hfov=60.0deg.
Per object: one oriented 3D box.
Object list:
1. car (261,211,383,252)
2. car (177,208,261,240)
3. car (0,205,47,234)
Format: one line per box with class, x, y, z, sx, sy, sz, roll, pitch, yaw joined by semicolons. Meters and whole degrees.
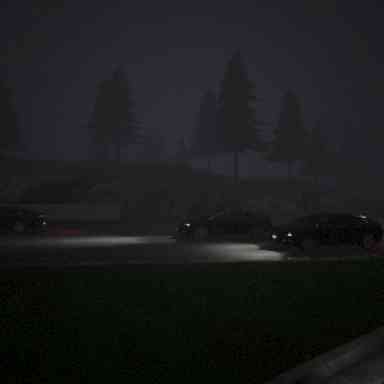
car;5.704;1.602;14.198;4.892;1.490;1.837;0;0;-15
car;1.690;1.577;16.948;4.902;1.511;2.128;0;0;-10
car;-10.860;1.523;18.811;4.892;1.490;1.837;0;0;-7
